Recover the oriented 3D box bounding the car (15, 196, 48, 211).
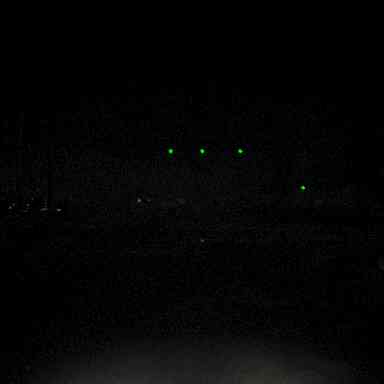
[{"bbox_3d":[-21.114,1.611,43.455,2.150,2.045,5.566,0,-1,0],"label":"car"}]

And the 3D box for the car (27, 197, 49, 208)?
[{"bbox_3d":[-28.168,1.899,61.030,2.097,1.767,4.553,0,-1,-3],"label":"car"}]

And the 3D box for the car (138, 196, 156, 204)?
[{"bbox_3d":[-11.458,2.255,83.618,2.128,1.511,4.902,0,-1,-22],"label":"car"}]

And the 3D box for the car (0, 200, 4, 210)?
[{"bbox_3d":[-21.125,1.801,32.899,1.837,1.490,4.892,0,0,0],"label":"car"}]

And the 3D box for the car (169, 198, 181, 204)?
[{"bbox_3d":[-5.255,2.314,87.038,1.994,1.385,4.181,0,-1,-22],"label":"car"}]

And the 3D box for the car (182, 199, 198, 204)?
[{"bbox_3d":[-0.179,2.321,82.773,1.895,1.301,4.718,0,-1,-18],"label":"car"}]

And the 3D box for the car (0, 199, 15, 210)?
[{"bbox_3d":[-24.616,1.725,41.445,2.097,1.767,4.553,0,-1,0],"label":"car"}]

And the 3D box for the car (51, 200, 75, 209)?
[{"bbox_3d":[-21.054,1.967,53.288,2.128,1.511,4.902,0,-1,0],"label":"car"}]

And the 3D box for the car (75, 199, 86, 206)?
[{"bbox_3d":[-21.267,2.049,62.551,2.128,1.511,4.902,0,-1,-3],"label":"car"}]

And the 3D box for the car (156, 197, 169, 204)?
[{"bbox_3d":[-8.335,2.106,85.299,2.097,1.767,4.553,0,-1,-22],"label":"car"}]

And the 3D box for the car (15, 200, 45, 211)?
[{"bbox_3d":[-24.572,1.945,50.593,2.128,1.511,4.902,0,-1,0],"label":"car"}]

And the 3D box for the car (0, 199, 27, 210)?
[{"bbox_3d":[-28.044,1.957,51.819,2.128,1.511,4.902,0,-1,0],"label":"car"}]

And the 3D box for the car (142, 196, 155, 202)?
[{"bbox_3d":[-12.283,2.020,94.670,2.097,1.767,4.553,0,-1,-30],"label":"car"}]

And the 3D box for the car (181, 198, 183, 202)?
[{"bbox_3d":[-3.547,2.406,92.348,1.895,1.301,4.718,0,-1,-26],"label":"car"}]

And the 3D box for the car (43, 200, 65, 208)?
[{"bbox_3d":[-24.597,2.133,59.533,1.895,1.301,4.718,0,-1,0],"label":"car"}]

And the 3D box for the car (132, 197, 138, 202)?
[{"bbox_3d":[-15.445,2.154,93.163,1.837,1.490,4.892,0,-1,-30],"label":"car"}]
